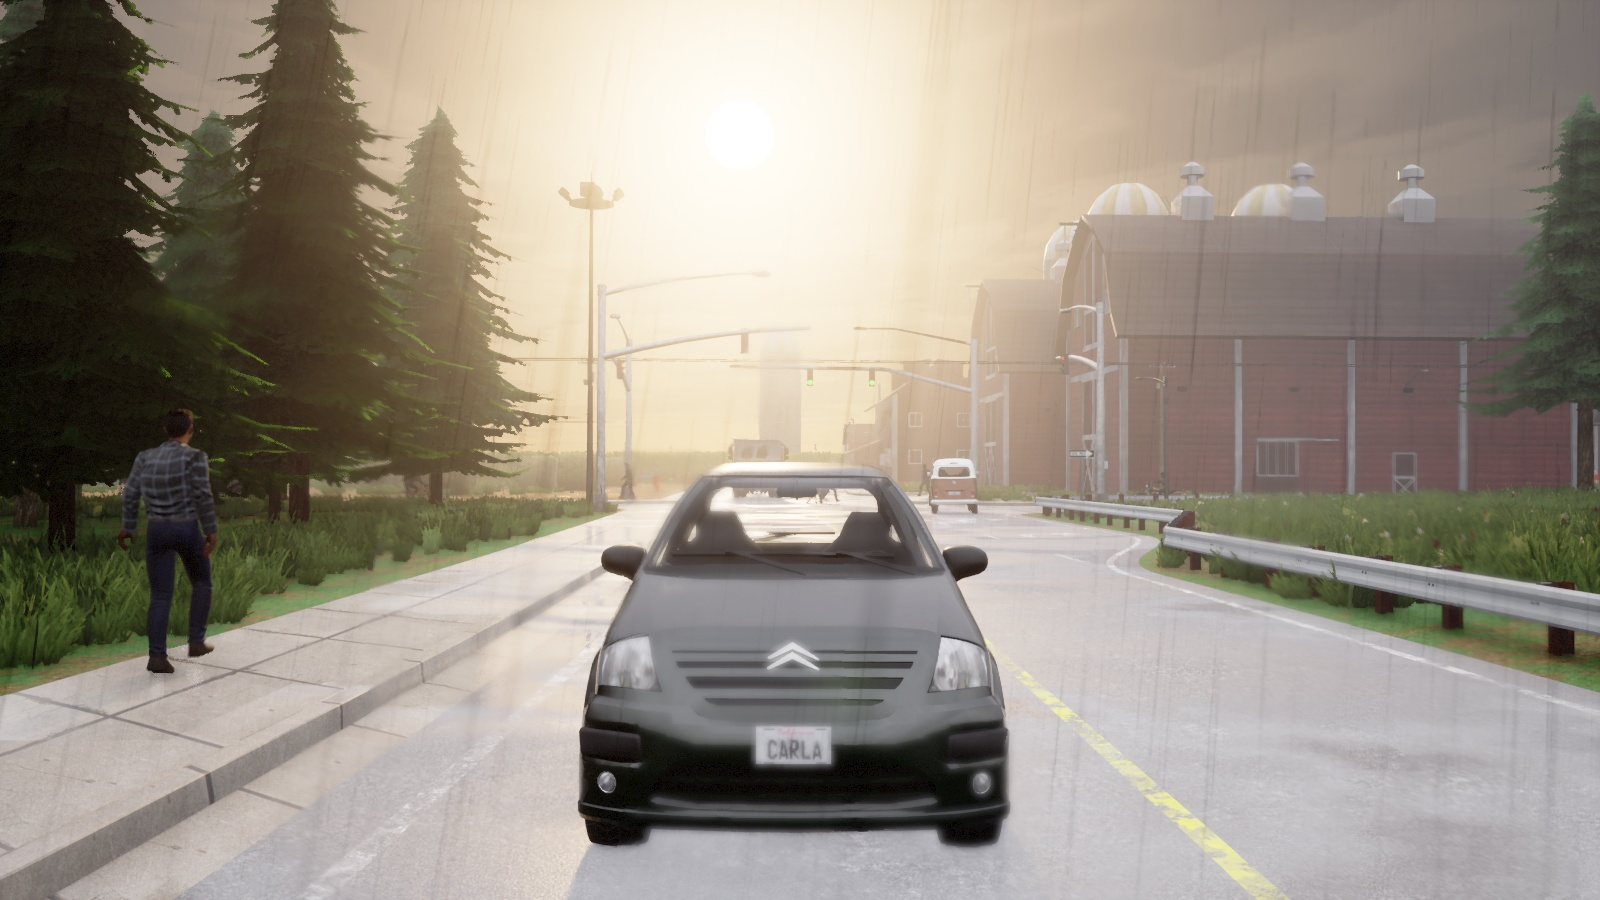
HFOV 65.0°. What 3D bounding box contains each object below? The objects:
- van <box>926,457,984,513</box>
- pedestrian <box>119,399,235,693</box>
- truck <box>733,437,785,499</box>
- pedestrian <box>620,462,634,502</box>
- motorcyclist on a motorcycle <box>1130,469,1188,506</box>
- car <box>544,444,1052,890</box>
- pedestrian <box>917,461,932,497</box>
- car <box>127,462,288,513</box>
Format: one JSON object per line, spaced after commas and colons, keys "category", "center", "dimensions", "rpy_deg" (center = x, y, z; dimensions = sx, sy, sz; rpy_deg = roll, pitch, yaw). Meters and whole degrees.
{"category": "van", "center": [5.967, 1.331, 48.362], "dimensions": [2.069, 2.038, 4.480], "rpy_deg": [-2, -1, 7]}
{"category": "pedestrian", "center": [-4.314, 0.640, 8.734], "dimensions": [0.423, 1.949, 0.788], "rpy_deg": [0, -1, -1]}
{"category": "truck", "center": [-2.453, 1.075, 73.816], "dimensions": [2.891, 3.462, 7.936], "rpy_deg": [0, -1, -2]}
{"category": "pedestrian", "center": [-8.072, 1.501, 58.590], "dimensions": [0.614, 1.847, 0.353], "rpy_deg": [0, -1, 3]}
{"category": "motorcyclist on a motorcycle", "center": [15.962, 1.663, 55.810], "dimensions": [2.350, 1.649, 0.766], "rpy_deg": [0, -1, -1]}
{"category": "car", "center": [-0.021, 0.823, 6.581], "dimensions": [1.851, 1.617, 3.988], "rpy_deg": [0, -1, 0]}
{"category": "pedestrian", "center": [6.391, 1.504, 64.384], "dimensions": [0.726, 1.835, 0.370], "rpy_deg": [1, -1, -39]}
{"category": "car", "center": [-24.170, 1.518, 51.378], "dimensions": [5.566, 2.045, 2.150], "rpy_deg": [0, -1, -1]}
